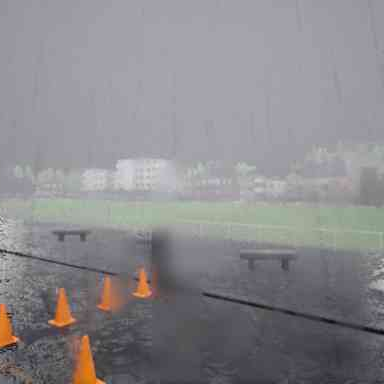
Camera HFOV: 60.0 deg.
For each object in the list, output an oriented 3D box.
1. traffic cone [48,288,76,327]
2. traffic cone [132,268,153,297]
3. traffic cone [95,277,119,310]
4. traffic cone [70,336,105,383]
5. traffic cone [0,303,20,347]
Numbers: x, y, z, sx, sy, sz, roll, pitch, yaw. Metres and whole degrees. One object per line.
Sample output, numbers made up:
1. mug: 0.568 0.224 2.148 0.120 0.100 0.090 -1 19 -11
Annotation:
1. traffic cone: -2.283 1.993 5.868 0.340 0.580 0.340 0 -1 36
2. traffic cone: -1.109 2.009 7.487 0.340 0.580 0.340 0 -1 36
3. traffic cone: -1.696 2.001 6.678 0.340 0.580 0.340 0 -1 36
4. traffic cone: -1.252 1.982 3.884 0.340 0.580 0.340 0 -1 36
5. traffic cone: -2.870 1.985 5.059 0.340 0.580 0.340 0 -1 36
